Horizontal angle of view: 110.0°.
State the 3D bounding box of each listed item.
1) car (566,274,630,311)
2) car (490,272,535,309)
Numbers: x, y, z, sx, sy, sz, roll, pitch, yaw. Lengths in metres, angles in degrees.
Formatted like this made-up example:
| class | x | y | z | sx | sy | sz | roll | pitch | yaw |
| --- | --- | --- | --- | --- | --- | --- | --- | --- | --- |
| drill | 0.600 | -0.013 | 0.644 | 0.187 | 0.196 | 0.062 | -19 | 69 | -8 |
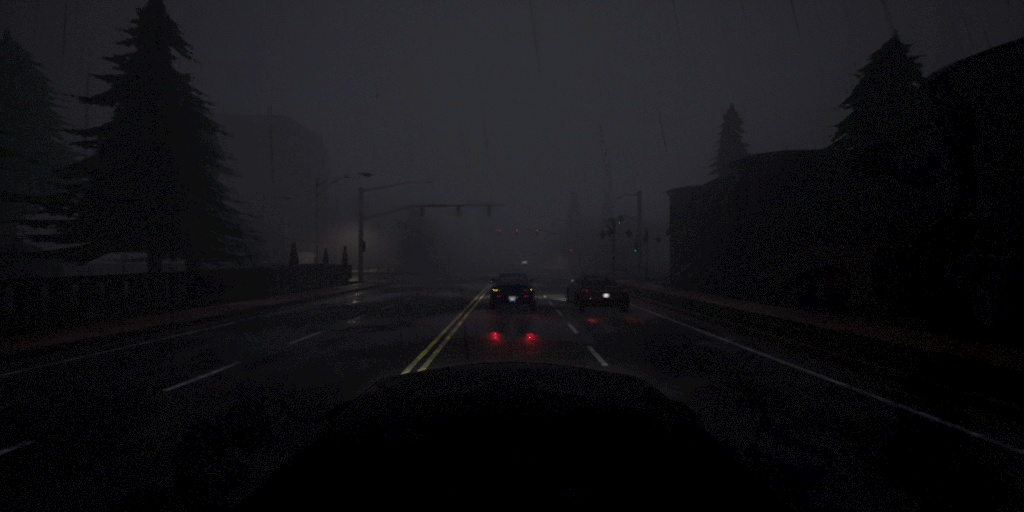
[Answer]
| class | x | y | z | sx | sy | sz | roll | pitch | yaw |
| --- | --- | --- | --- | --- | --- | --- | --- | --- | --- |
| car | 3.532 | 1.461 | 15.371 | 1.994 | 1.385 | 4.181 | 0 | -1 | 1 |
| car | 0.036 | 1.426 | 15.733 | 1.812 | 1.442 | 4.674 | 0 | 0 | 1 |
